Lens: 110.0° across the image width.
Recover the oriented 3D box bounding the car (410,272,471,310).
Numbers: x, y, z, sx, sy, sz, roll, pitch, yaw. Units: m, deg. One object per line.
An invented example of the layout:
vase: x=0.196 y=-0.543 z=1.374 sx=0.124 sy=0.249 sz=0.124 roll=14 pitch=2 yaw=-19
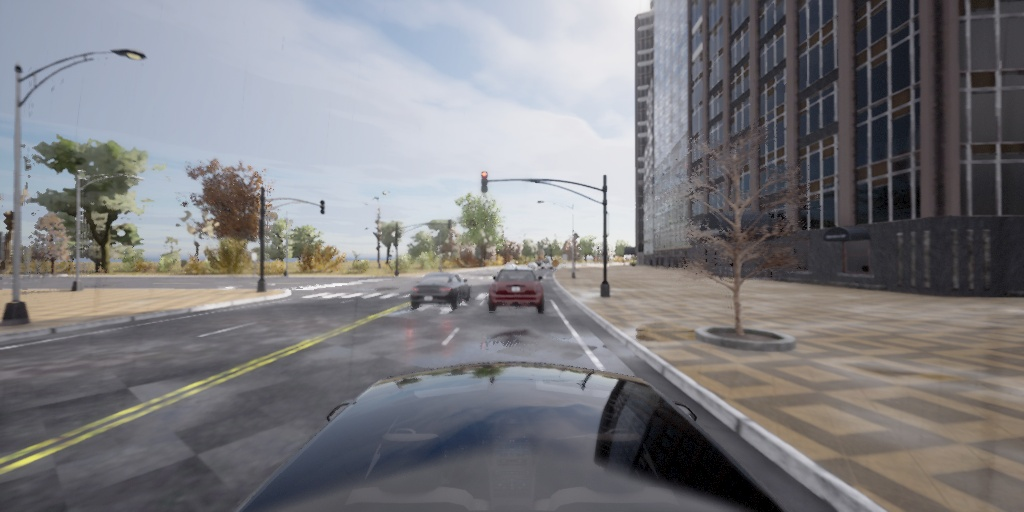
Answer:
car: x=-2.990 y=1.422 z=15.568 sx=1.812 sy=1.442 sz=4.674 roll=0 pitch=0 yaw=3

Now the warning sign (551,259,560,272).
warning sign: x=6.576 y=1.431 z=54.076 sx=1.300 sy=1.860 sz=1.060 roll=0 pitch=0 yaw=8

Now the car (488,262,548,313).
car: x=0.237 y=1.243 z=15.022 sx=2.097 sy=1.767 sz=4.553 roll=0 pitch=-1 yaw=3
